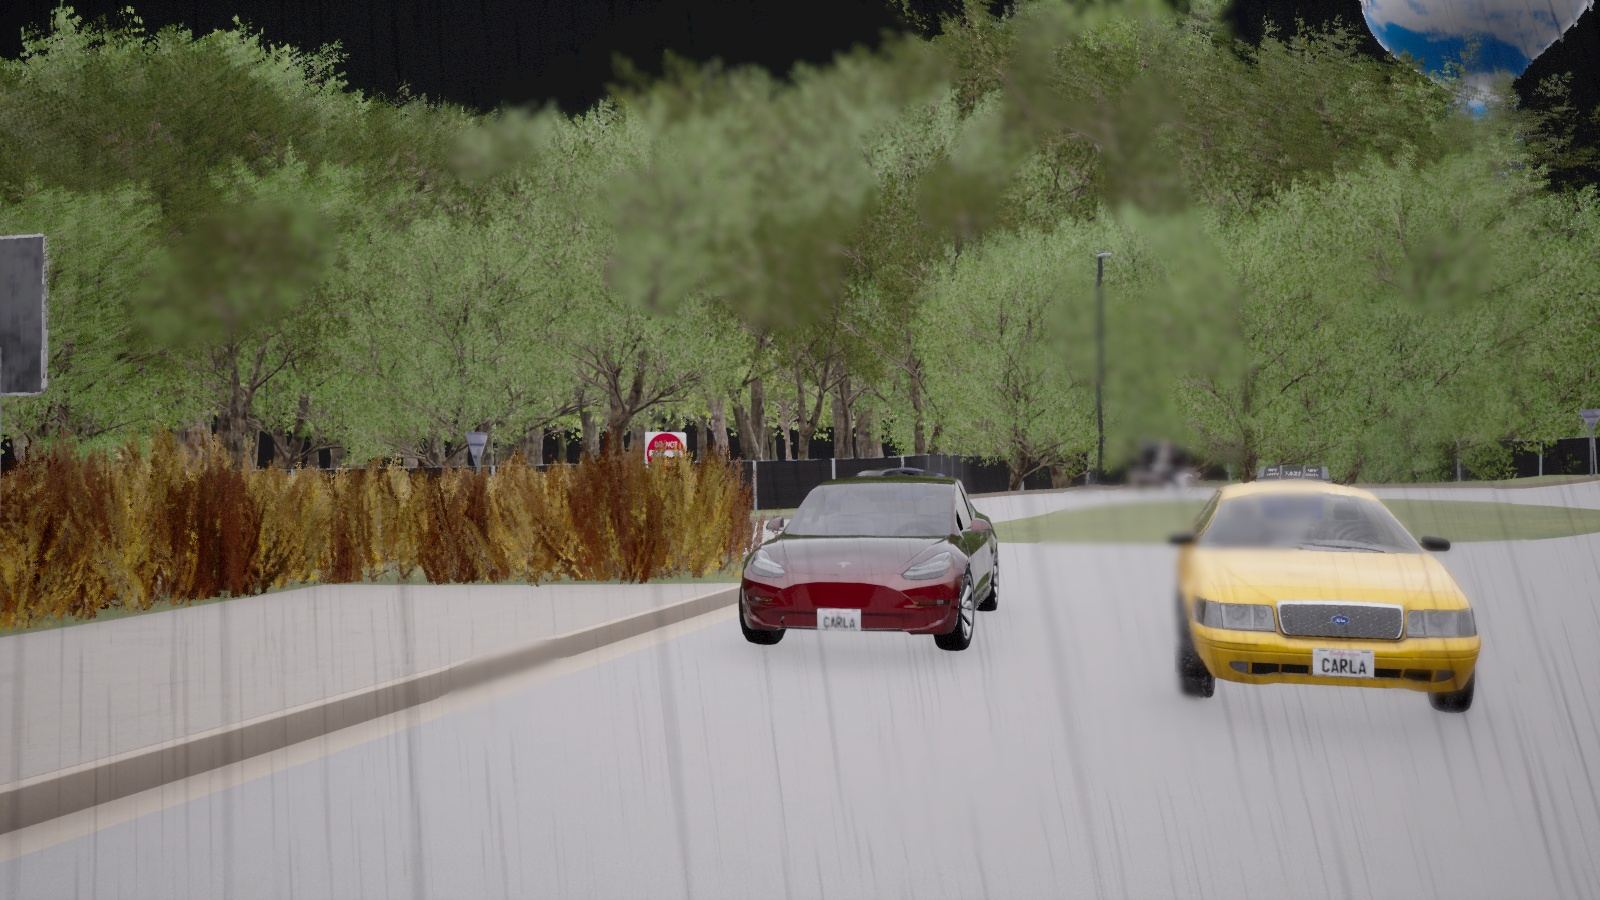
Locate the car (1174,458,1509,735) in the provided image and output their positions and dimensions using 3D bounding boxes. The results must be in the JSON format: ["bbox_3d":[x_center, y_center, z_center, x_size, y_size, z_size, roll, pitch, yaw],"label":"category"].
[{"bbox_3d":[3.950,0.863,10.039,1.801,1.575,5.366,0,0,16],"label":"car"}]

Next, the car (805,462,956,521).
[{"bbox_3d":[2.615,1.303,40.447,4.514,1.525,2.007,-4,1,-36],"label":"car"}]

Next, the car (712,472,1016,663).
[{"bbox_3d":[0.887,0.986,12.515,2.163,1.488,4.792,-1,-1,13],"label":"car"}]

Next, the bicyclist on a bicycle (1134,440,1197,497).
[{"bbox_3d":[11.718,0.579,40.294,1.843,1.776,0.659,-1,2,3],"label":"bicyclist on a bicycle"}]
